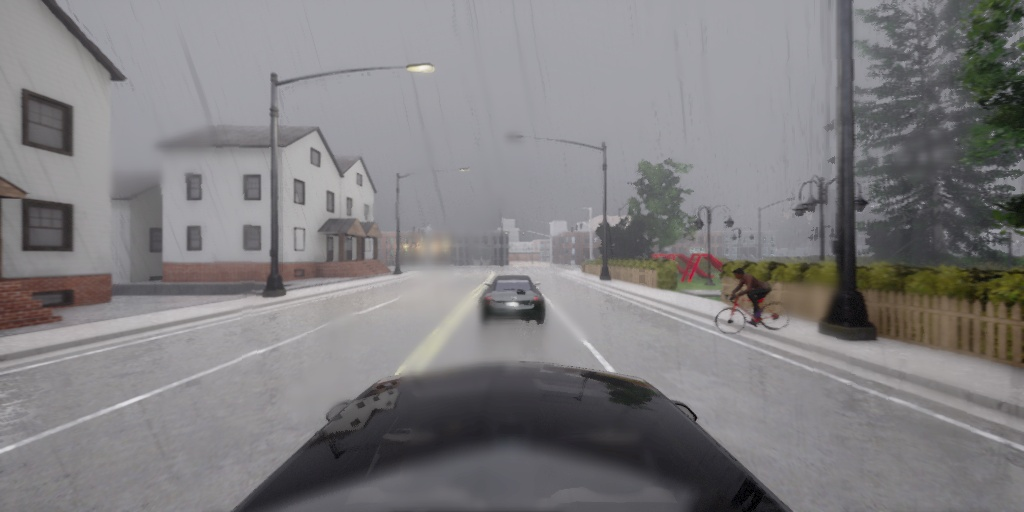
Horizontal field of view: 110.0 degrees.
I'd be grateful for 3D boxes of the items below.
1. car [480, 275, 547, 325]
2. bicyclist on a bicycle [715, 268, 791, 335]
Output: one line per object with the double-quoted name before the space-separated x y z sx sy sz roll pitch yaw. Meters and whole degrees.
"car" 0.026 1.315 11.906 1.994 1.385 4.181 0 0 0
"bicyclist on a bicycle" 5.703 1.067 8.604 1.656 1.620 0.582 -10 5 14
